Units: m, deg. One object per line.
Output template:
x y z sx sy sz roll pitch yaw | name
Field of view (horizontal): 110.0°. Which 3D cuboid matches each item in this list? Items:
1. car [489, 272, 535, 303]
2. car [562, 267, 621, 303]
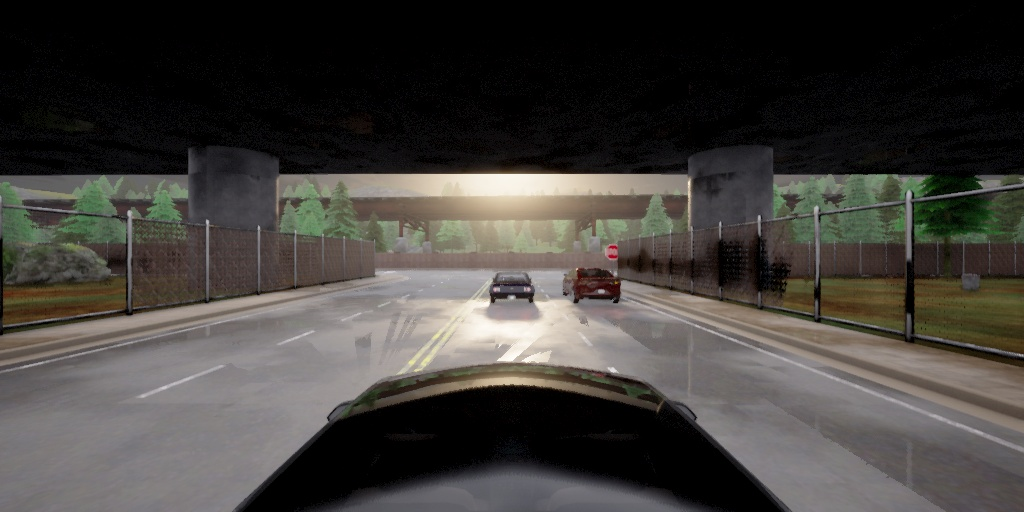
0.000 1.363 16.530 1.895 1.301 4.718 0 0 0 | car
3.500 1.232 16.500 1.882 1.535 5.008 0 0 0 | car
